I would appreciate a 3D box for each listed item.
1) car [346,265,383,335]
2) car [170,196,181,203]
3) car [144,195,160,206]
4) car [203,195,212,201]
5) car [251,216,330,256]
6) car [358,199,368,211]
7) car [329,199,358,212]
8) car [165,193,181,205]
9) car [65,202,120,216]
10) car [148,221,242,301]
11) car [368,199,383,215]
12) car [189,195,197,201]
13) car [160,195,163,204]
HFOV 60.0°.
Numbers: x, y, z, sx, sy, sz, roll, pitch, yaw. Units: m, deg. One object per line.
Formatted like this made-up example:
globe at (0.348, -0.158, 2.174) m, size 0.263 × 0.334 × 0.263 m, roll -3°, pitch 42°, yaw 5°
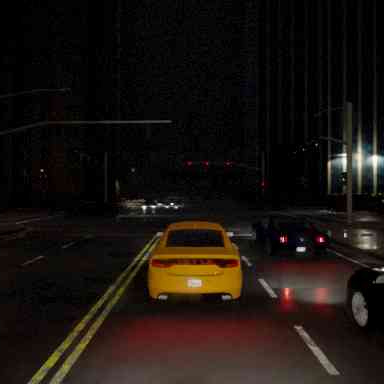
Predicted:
car at (3.609, 1.505, 3.912) m, size 1.837 × 1.490 × 4.892 m, roll 0°, pitch 0°, yaw 0°
car at (-3.350, 1.564, 68.376) m, size 1.994 × 1.385 × 4.181 m, roll 0°, pitch 0°, yaw 1°
car at (-6.957, 1.505, 56.071) m, size 1.837 × 1.490 × 4.892 m, roll 0°, pitch 0°, yaw 0°
car at (3.684, 1.429, 79.570) m, size 1.837 × 1.490 × 4.892 m, roll 0°, pitch 0°, yaw 0°
car at (3.612, 1.601, 13.184) m, size 1.895 × 1.301 × 4.718 m, roll 0°, pitch 0°, yaw 0°
car at (20.928, 1.491, 35.407) m, size 4.902 × 1.511 × 2.128 m, roll 0°, pitch 0°, yaw -1°
car at (19.011, 1.547, 38.890) m, size 5.357 × 1.411 × 2.033 m, roll 0°, pitch 0°, yaw 0°
car at (-3.435, 1.221, 59.017) m, size 2.150 × 2.045 × 5.566 m, roll 0°, pitch 0°, yaw 0°
car at (-9.291, 1.601, 31.469) m, size 4.718 × 1.301 × 1.895 m, roll 0°, pitch 0°, yaw 0°
car at (0.074, 1.478, 8.423) m, size 1.882 × 1.535 × 5.008 m, roll 0°, pitch 0°, yaw 1°
car at (20.041, 1.477, 31.697) m, size 5.008 × 1.535 × 1.882 m, roll 0°, pitch 0°, yaw 0°
car at (0.186, 1.367, 80.118) m, size 1.994 × 1.385 × 4.181 m, roll 0°, pitch 0°, yaw 0°
car at (-6.887, 1.352, 65.258) m, size 2.097 × 1.767 × 4.553 m, roll 0°, pitch 0°, yaw 1°
